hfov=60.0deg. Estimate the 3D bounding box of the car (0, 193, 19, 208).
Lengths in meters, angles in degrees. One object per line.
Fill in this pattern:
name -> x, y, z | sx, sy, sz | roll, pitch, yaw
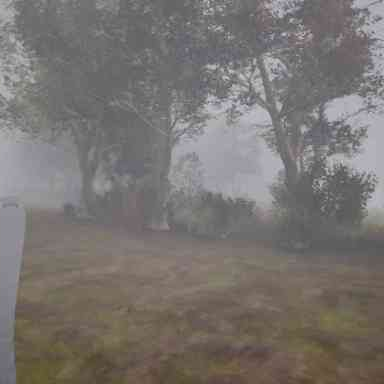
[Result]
car -> -23.133, 1.277, 42.485 | 2.033, 1.411, 5.357 | 0, 1, -29
